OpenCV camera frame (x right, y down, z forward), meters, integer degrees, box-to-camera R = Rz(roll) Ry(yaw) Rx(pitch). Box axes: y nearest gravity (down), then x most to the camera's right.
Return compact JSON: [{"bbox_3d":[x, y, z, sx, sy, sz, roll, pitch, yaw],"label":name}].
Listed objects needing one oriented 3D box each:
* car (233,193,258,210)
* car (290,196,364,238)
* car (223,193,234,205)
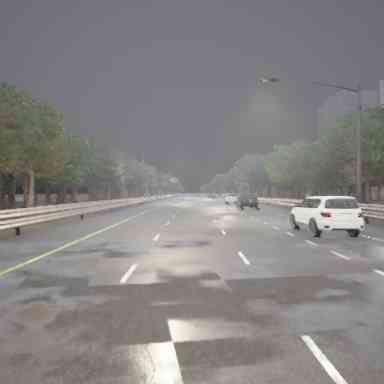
[{"bbox_3d":[7.025,1.226,42.533,2.150,2.045,5.566,0,0,0],"label":"car"},{"bbox_3d":[7.009,1.220,17.878,2.150,2.045,5.566,0,0,0],"label":"car"},{"bbox_3d":[7.064,1.252,59.396,2.150,2.045,5.566,0,-1,0],"label":"car"}]
